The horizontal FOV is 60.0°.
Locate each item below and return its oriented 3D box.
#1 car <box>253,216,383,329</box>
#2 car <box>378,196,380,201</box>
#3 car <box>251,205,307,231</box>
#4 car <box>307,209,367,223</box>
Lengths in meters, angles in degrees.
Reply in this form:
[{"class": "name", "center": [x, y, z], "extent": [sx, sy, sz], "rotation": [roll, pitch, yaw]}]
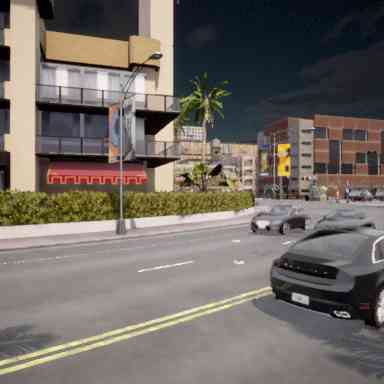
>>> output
[{"class": "car", "center": [3.621, 1.505, 7.063], "extent": [4.892, 1.490, 1.837], "rotation": [0, 0, -41]}, {"class": "car", "center": [44.866, 1.405, 76.308], "extent": [1.816, 1.474, 4.193], "rotation": [0, 0, -17]}, {"class": "car", "center": [5.106, 1.491, 18.748], "extent": [2.128, 1.511, 4.902], "rotation": [0, 0, 40]}, {"class": "car", "center": [7.511, 1.564, 16.278], "extent": [1.994, 1.385, 4.181], "rotation": [0, 0, 40]}]
